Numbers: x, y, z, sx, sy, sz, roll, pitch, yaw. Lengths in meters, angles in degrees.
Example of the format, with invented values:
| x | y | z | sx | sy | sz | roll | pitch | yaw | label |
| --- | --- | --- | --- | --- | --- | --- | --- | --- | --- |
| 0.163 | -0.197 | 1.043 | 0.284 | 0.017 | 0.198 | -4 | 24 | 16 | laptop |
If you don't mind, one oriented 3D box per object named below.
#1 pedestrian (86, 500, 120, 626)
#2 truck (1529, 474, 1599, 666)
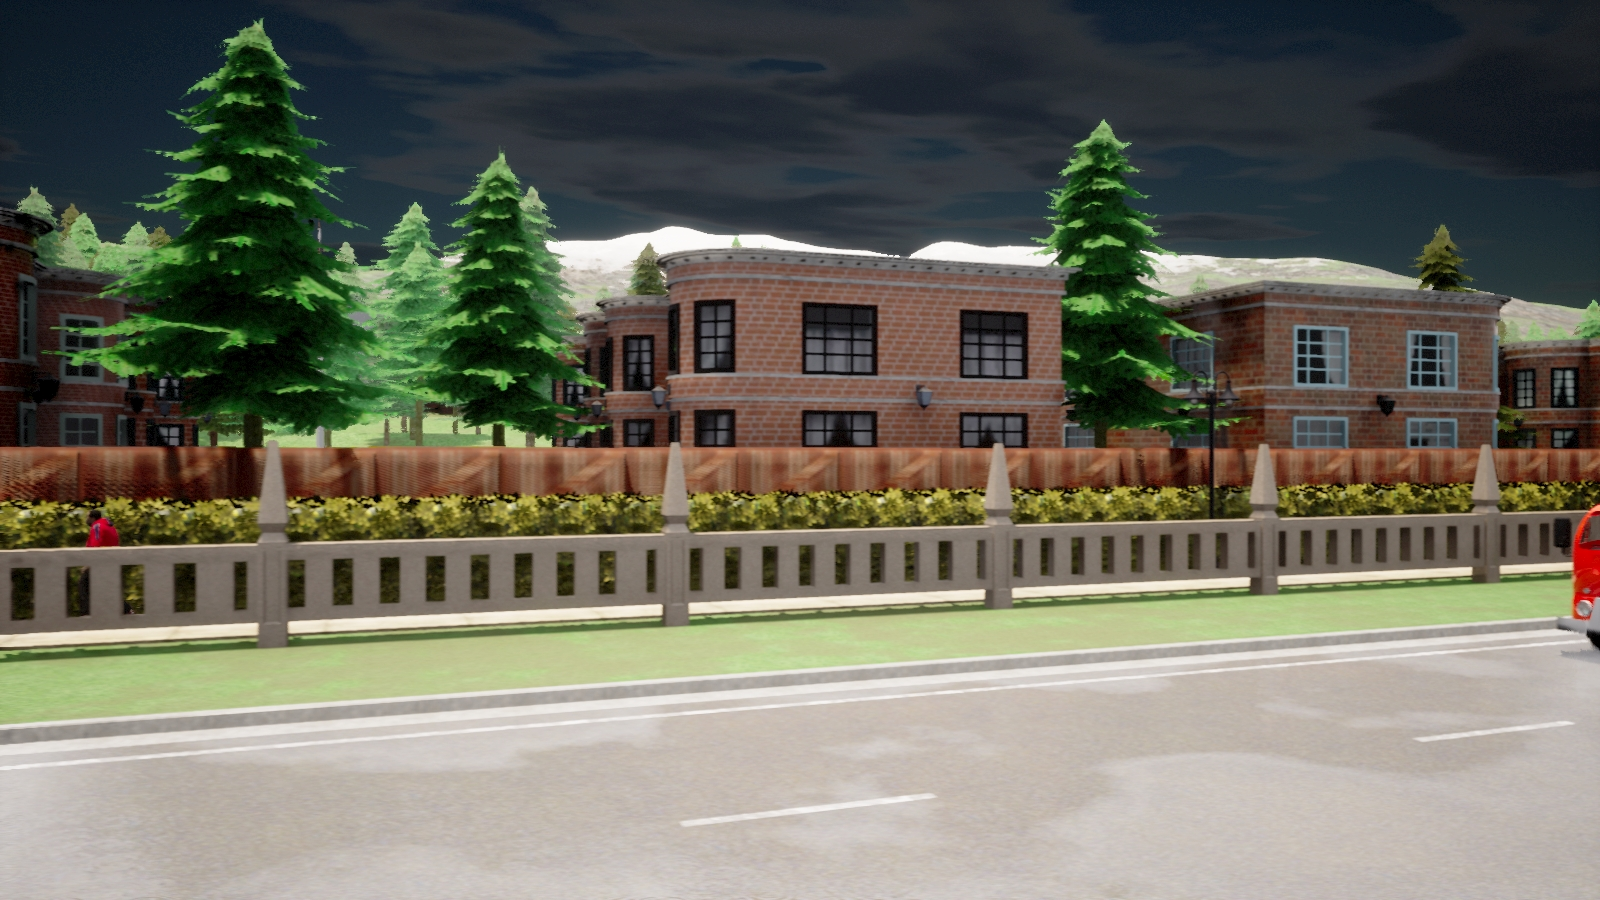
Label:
| x | y | z | sx | sy | sz | roll | pitch | yaw | label |
| --- | --- | --- | --- | --- | --- | --- | --- | --- | --- |
| -10.567 | 1.699 | 17.330 | 0.375 | 1.860 | 0.375 | 0 | 0 | -20 | pedestrian |
| 12.984 | 1.578 | 15.482 | 5.204 | 2.467 | 2.627 | 0 | 0 | -20 | truck |
